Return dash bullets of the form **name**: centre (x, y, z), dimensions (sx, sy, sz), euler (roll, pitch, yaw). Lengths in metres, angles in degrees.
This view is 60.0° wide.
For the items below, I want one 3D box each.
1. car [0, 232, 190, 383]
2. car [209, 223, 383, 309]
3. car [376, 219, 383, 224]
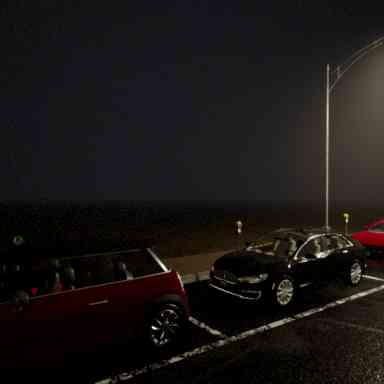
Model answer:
- **car**: centre (-2.111, 1.440, 4.581), dimensions (4.097, 1.590, 1.967), euler (0, 1, -35)
- **car**: centre (2.395, 1.552, 7.797), dimensions (4.403, 1.369, 2.008), euler (0, 1, -35)
- **car**: centre (6.902, 1.547, 11.012), dimensions (4.507, 1.381, 1.887), euler (0, 1, -35)
